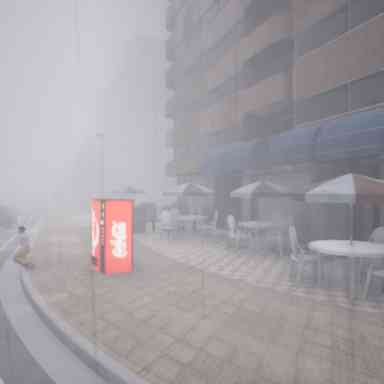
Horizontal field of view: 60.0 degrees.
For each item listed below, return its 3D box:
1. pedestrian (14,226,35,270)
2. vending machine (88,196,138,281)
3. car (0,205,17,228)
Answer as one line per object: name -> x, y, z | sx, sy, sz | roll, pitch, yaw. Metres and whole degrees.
pedestrian -> -4.330, 1.387, 8.618 | 0.375, 1.300, 0.375 | 0, 0, -29
vending machine -> -2.147, 1.168, 8.981 | 1.100, 2.100, 0.880 | 0, 0, -31
car -> -12.216, 1.475, 20.783 | 1.994, 1.385, 4.181 | 0, 0, -22
